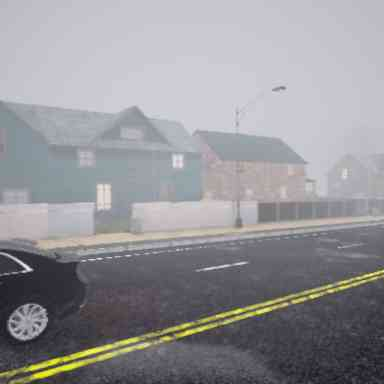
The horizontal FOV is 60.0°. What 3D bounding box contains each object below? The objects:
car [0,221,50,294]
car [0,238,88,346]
[{"bbox_3d":[-6.189,1.541,7.254,5.357,1.411,2.033,0,0,-36],"label":"car"},{"bbox_3d":[-4.048,1.501,4.789,4.892,1.490,1.837,1,0,-35],"label":"car"}]
